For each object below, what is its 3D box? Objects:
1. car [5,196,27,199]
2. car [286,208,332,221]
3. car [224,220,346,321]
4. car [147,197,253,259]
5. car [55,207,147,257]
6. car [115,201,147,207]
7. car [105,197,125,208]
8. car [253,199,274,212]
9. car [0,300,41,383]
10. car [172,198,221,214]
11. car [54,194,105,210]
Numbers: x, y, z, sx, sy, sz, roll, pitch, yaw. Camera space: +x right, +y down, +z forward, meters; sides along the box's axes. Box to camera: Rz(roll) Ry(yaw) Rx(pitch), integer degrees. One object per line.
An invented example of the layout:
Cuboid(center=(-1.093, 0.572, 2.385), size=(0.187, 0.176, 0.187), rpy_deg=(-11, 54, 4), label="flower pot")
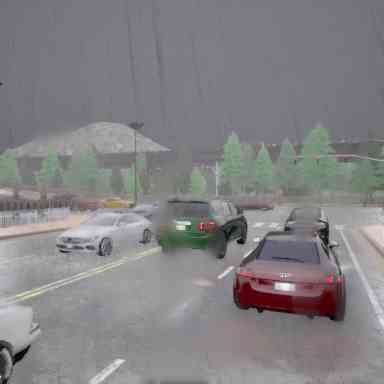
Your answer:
Cuboid(center=(-25.851, 1.251, 49.551), size=(4.181, 1.385, 1.994), rpy_deg=(3, 1, 20), label="car")
Cuboid(center=(5.504, 1.492, 15.774), size=(2.128, 1.511, 4.902), rpy_deg=(0, 0, 22), label="car")
Cuboid(center=(2.271, 1.564, 7.472), size=(1.994, 1.385, 4.181), rpy_deg=(0, 0, 21), label="car")
Cuboid(center=(0.634, 1.221, 12.996), size=(2.150, 2.045, 5.566), rpy_deg=(0, 0, 21), label="car")
Cuboid(center=(-3.219, 1.525, 13.223), size=(1.812, 1.442, 4.674), rpy_deg=(0, 0, 22), label="car")
Cuboid(center=(-3.086, 1.526, 22.938), size=(1.812, 1.442, 4.674), rpy_deg=(1, 0, 19), label="car")
Cuboid(center=(-9.959, 1.472, 43.849), size=(5.008, 1.535, 1.882), rpy_deg=(0, 0, 20), label="car")
Cuboid(center=(6.929, 1.525, 37.824), size=(4.674, 1.442, 1.812), rpy_deg=(0, 0, 19), label="car")
Cuboid(center=(-3.530, 1.601, 2.388), size=(1.895, 1.301, 4.718), rpy_deg=(0, 0, 21), label="car")
Cuboid(center=(0.450, 1.477, 36.415), size=(5.008, 1.535, 1.882), rpy_deg=(0, 0, 20), label="car")
Cuboid(center=(-13.132, 1.217, 37.547), size=(5.566, 2.045, 2.150), rpy_deg=(0, 0, 20), label="car")
